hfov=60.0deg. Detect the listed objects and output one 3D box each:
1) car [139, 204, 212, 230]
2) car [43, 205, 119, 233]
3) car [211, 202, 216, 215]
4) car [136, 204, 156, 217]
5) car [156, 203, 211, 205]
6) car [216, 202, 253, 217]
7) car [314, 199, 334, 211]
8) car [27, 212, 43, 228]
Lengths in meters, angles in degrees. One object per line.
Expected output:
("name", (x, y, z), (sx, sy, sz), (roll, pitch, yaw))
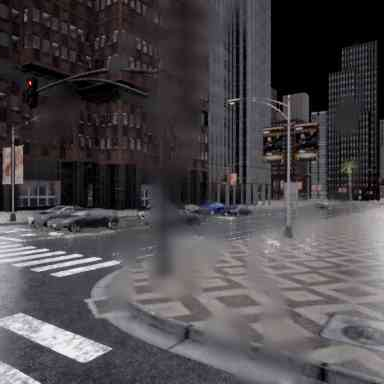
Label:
("car", (-1.018, 1.850, 23.717), (2.033, 1.411, 5.357), (0, -1, 35))
("car", (-6.796, 1.751, 21.554), (1.812, 1.442, 4.674), (0, -1, 35))
("car", (2.544, 2.002, 40.543), (1.882, 1.535, 5.008), (0, -1, 35))
("car", (-3.269, 1.869, 32.255), (2.128, 1.511, 4.902), (0, -1, 35))
("car", (-0.655, 1.858, 30.322), (1.882, 1.535, 5.008), (0, -1, 35))
("car", (5.289, 2.078, 38.800), (2.033, 1.411, 5.357), (0, -1, 35))
("car", (22.539, 2.413, 57.445), (1.837, 1.490, 4.892), (0, -1, 35))
("car", (-9.200, 1.719, 23.785), (2.128, 1.511, 4.902), (0, -1, 35))
